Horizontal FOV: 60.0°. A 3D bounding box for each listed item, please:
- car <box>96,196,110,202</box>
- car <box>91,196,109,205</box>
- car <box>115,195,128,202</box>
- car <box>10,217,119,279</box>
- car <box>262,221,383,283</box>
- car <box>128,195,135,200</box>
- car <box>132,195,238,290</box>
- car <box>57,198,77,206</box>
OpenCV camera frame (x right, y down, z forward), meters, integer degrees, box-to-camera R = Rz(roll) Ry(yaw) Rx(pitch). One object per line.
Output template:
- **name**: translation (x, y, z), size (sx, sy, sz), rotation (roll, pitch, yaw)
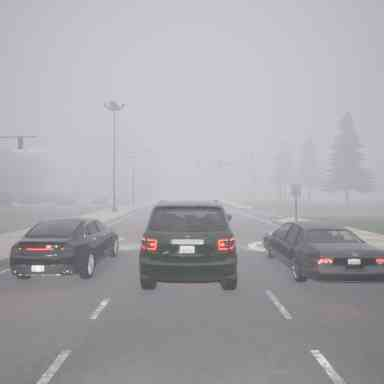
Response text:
- **car**: translation (-20.103, 1.595, 75.067), size (1.895, 1.301, 4.718), rotation (0, 0, 0)
- **car**: translation (-16.599, 1.547, 60.053), size (2.033, 1.411, 5.357), rotation (0, 0, 0)
- **car**: translation (-16.604, 1.525, 75.374), size (2.128, 1.511, 4.902), rotation (0, 0, 0)
- **car**: translation (-3.534, 1.505, 10.036), size (1.837, 1.490, 4.892), rotation (0, 0, 0)
- **car**: translation (3.469, 1.547, 9.672), size (2.033, 1.411, 5.357), rotation (0, 0, 0)
- **car**: translation (-16.667, 1.475, 90.394), size (1.812, 1.442, 4.674), rotation (0, 0, 0)
- **car**: translation (-0.043, 1.221, 9.215), size (2.150, 2.045, 5.566), rotation (0, 0, 1)
- **car**: translation (-20.017, 1.593, 53.322), size (1.994, 1.385, 4.181), rotation (0, 1, 0)
